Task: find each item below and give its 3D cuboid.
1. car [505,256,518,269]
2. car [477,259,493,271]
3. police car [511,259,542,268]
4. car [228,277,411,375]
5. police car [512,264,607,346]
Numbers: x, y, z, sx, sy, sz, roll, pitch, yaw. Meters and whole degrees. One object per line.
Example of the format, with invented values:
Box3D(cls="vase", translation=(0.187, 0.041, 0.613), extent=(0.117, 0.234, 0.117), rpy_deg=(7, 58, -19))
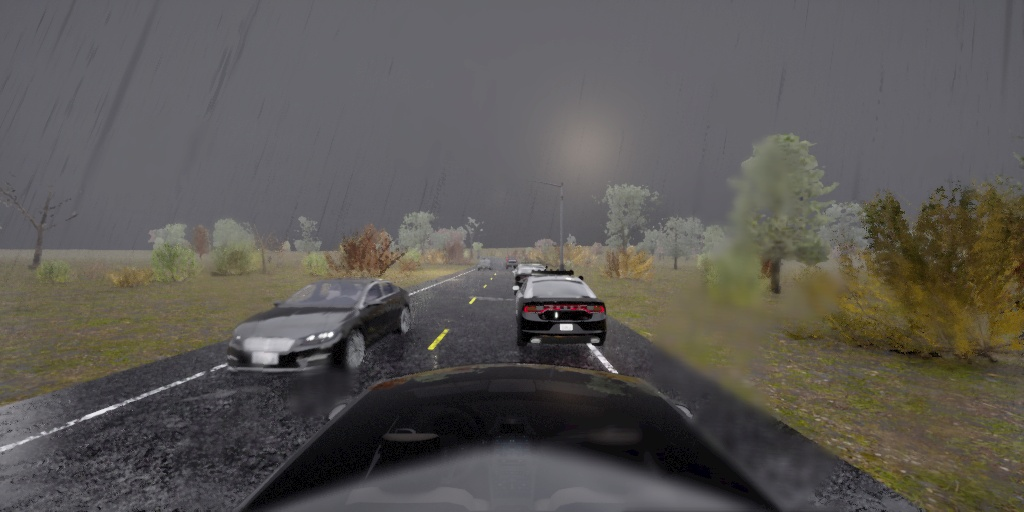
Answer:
Box3D(cls="car", translation=(0.056, 1.166, 52.581), extent=(1.837, 1.490, 4.892), rpy_deg=(0, 0, 0))
Box3D(cls="car", translation=(-3.509, 1.182, 47.015), extent=(1.837, 1.490, 4.892), rpy_deg=(0, 0, 0))
Box3D(cls="police car", translation=(1.049, 1.159, 19.514), extent=(1.930, 1.638, 5.238), rpy_deg=(0, 0, 0))
Box3D(cls="car", translation=(-3.600, 1.238, 7.693), extent=(2.128, 1.511, 4.902), rpy_deg=(0, 0, 0))
Box3D(cls="police car", translation=(1.050, 1.170, 9.512), extent=(1.930, 1.638, 5.238), rpy_deg=(0, 0, 0))
